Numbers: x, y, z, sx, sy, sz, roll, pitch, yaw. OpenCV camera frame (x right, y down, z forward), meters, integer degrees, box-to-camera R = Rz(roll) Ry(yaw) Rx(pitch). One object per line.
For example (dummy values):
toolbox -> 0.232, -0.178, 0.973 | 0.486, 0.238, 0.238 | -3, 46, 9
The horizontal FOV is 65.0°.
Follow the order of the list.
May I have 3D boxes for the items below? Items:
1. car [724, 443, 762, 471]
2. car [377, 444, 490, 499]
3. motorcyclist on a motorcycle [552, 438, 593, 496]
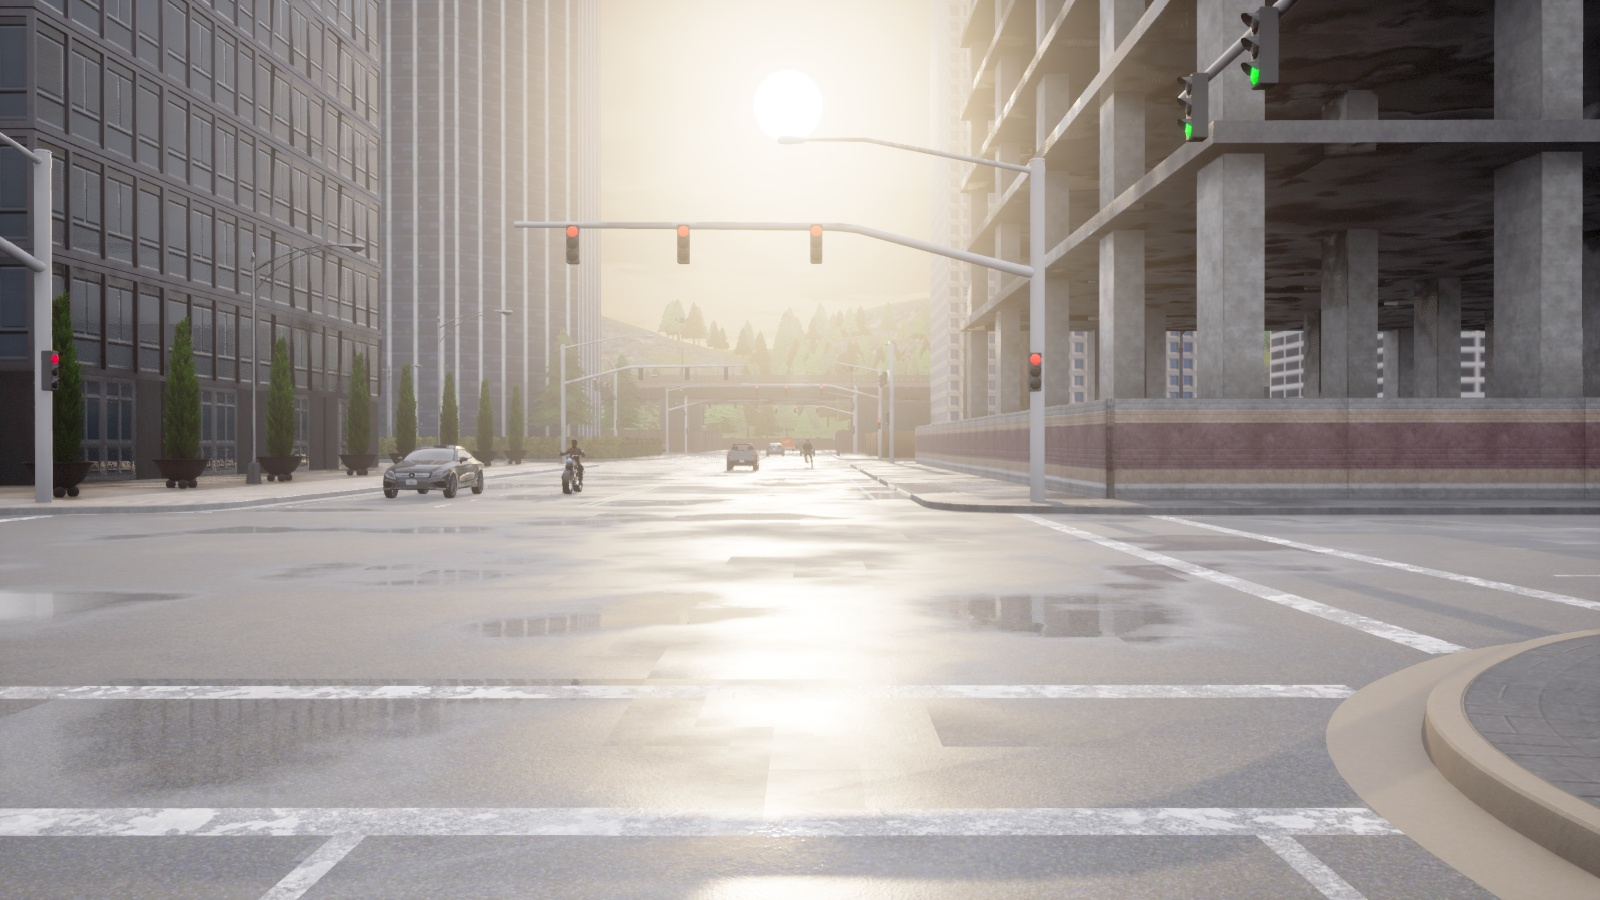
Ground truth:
car -> -3.082, 0.372, 68.430 | 1.845, 1.501, 3.633 | 0, 0, 0
car -> -10.276, 0.563, 35.566 | 1.812, 1.442, 4.674 | 0, 0, 0
motorcyclist on a motorcycle -> -6.765, 0.480, 37.403 | 0.766, 1.649, 2.350 | 0, 0, 0
